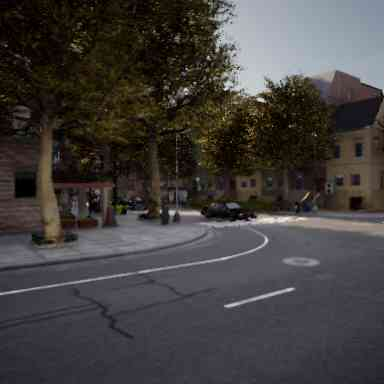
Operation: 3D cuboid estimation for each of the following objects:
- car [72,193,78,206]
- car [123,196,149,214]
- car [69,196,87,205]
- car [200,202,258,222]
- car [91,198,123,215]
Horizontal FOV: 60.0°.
[{"bbox_3d":[-18.206,1.200,50.949,2.435,2.045,5.566,0,0,-35],"label":"car"},{"bbox_3d":[-6.945,1.320,40.145,2.097,1.767,4.553,0,0,-35],"label":"car"},{"bbox_3d":[-20.376,1.473,59.276,1.837,1.490,4.892,0,0,-35],"label":"car"},{"bbox_3d":[2.740,1.516,26.209,2.033,1.411,5.357,0,0,-32],"label":"car"},{"bbox_3d":[-10.386,1.455,38.885,2.231,1.521,4.892,0,0,-35],"label":"car"}]
